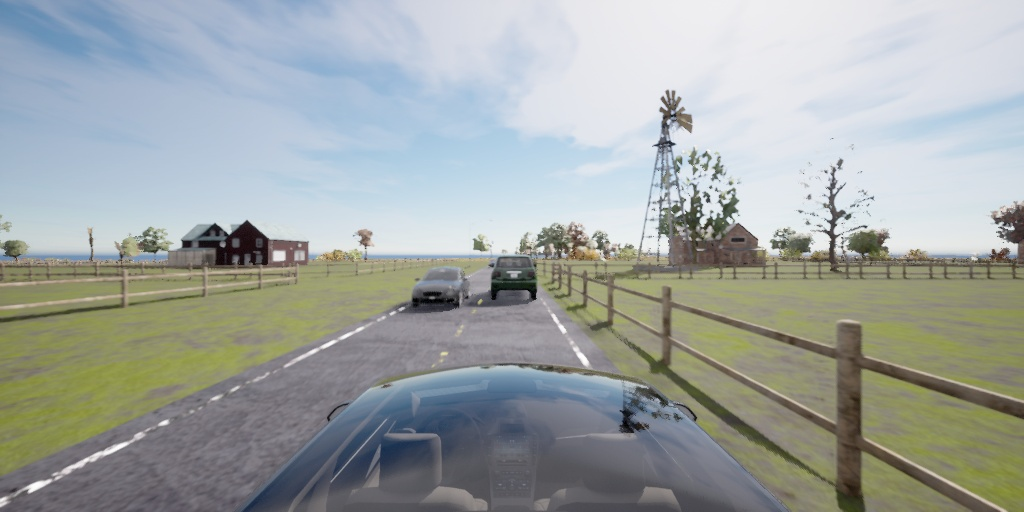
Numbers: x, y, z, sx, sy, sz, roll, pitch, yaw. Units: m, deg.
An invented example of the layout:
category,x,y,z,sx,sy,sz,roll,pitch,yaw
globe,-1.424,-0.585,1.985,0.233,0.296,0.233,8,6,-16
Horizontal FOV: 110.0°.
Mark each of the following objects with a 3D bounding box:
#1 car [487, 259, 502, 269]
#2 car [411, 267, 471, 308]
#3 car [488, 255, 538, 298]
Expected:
category,x,y,z,sx,sy,sz,roll,pitch,yaw
car,-2.807,1.217,57.748,2.033,1.411,5.357,0,0,1
car,-2.854,1.238,15.231,1.837,1.490,4.892,0,0,0
car,0.092,0.951,18.286,2.150,2.045,5.566,0,0,0
